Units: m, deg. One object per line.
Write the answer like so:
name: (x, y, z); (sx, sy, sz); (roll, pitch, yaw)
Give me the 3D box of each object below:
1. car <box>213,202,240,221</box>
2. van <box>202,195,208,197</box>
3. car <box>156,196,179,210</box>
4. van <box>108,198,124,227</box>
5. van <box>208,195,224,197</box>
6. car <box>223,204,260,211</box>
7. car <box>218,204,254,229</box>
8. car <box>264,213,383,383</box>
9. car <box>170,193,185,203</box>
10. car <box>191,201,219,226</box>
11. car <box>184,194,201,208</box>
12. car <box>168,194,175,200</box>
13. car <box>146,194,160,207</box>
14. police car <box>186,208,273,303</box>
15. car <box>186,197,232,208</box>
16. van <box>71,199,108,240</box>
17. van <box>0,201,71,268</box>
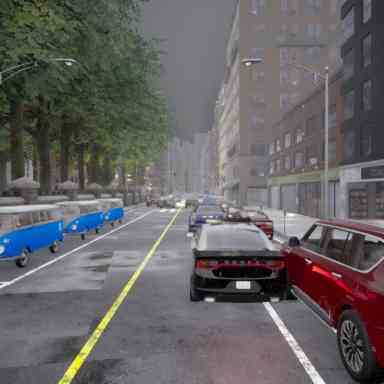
car: (2.832, 1.564, 27.982); (1.802, 1.307, 4.206); (0, 0, 0)
van: (2.812, 1.291, 50.623); (1.690, 1.788, 3.998); (0, 0, 0)
car: (-3.132, 1.526, 43.014); (1.994, 1.385, 4.181); (0, 0, 0)
van: (-5.689, 1.329, 22.286); (1.690, 1.788, 3.998); (0, 0, 0)
van: (2.827, 1.317, 33.642); (1.690, 1.788, 3.998); (0, 0, 0)
car: (2.842, 1.538, 16.661); (1.887, 1.381, 4.507); (0, 0, 0)
car: (2.837, 1.570, 22.321); (1.802, 1.307, 4.206); (0, 0, 0)
car: (2.850, 1.314, 5.340); (2.192, 1.841, 5.009); (0, 0, 0)
car: (-3.056, 1.412, 65.214); (2.128, 1.511, 4.902); (0, 0, 0)
car: (0.880, 1.492, 24.292); (1.837, 1.490, 4.892); (0, 0, 0)
car: (-0.012, 1.462, 46.111); (1.837, 1.490, 4.892); (0, 0, 0)
car: (-5.751, 1.381, 94.095); (1.752, 1.417, 4.829); (0, 0, 0)
car: (-5.713, 1.265, 50.576); (2.192, 1.841, 5.009); (0, 0, 0)
police car: (0.894, 1.423, 8.402); (1.930, 1.638, 5.238); (0, 0, 0)
car: (0.864, 1.343, 18.262); (2.097, 1.767, 4.553); (0, 0, 0)
van: (-5.684, 1.334, 16.628); (1.690, 1.788, 3.998); (0, 0, 0)
van: (-5.679, 1.337, 10.970); (1.690, 1.788, 3.998); (0, 0, 0)
